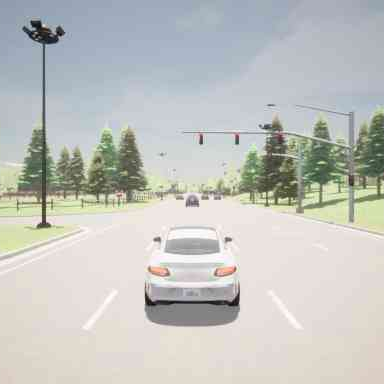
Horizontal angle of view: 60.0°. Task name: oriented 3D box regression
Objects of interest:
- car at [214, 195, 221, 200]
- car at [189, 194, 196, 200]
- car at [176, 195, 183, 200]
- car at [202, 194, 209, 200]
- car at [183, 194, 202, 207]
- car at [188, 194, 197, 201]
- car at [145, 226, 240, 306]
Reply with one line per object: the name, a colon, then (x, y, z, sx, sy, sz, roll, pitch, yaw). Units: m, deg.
car: (7.125, 1.525, 93.224, 2.128, 1.511, 4.902, 0, 0, 0)
car: (0.125, 1.332, 92.820, 1.837, 1.490, 4.892, 0, 0, 0)
car: (-3.375, 1.552, 93.205, 1.994, 1.385, 4.181, 0, 0, 0)
car: (3.625, 1.355, 93.199, 2.097, 1.767, 4.553, 0, 0, 0)
car: (0.070, 1.352, 51.757, 2.097, 1.767, 4.553, 0, 0, 0)
car: (0.111, 1.347, 82.787, 2.097, 1.767, 4.553, 0, 0, 0)
car: (0.017, 1.526, 7.884, 1.812, 1.442, 4.674, 0, 0, 0)
